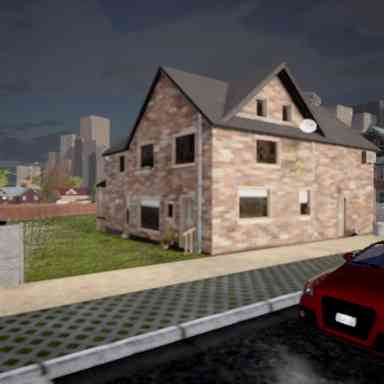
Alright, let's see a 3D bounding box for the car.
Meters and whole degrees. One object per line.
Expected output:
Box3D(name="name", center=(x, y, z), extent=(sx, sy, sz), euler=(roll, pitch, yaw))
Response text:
Box3D(name="car", center=(3.738, 1.576, 5.736), extent=(4.181, 1.385, 1.994), euler=(0, 0, -35))
